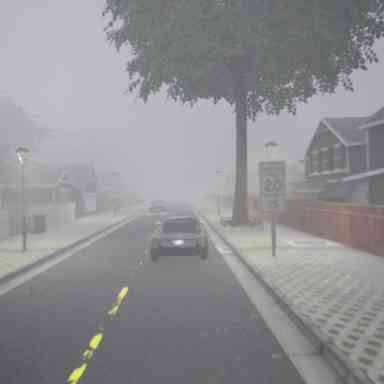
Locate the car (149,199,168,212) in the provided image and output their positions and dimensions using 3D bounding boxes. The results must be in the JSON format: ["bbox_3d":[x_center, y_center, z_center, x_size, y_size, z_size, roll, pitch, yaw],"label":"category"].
[{"bbox_3d":[-4.063,1.599,40.101,1.812,1.442,4.674,-1,0,-2],"label":"car"}]

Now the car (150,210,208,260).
[{"bbox_3d":[-0.456,1.575,12.599,1.994,1.385,4.181,-1,0,-1],"label":"car"}]
